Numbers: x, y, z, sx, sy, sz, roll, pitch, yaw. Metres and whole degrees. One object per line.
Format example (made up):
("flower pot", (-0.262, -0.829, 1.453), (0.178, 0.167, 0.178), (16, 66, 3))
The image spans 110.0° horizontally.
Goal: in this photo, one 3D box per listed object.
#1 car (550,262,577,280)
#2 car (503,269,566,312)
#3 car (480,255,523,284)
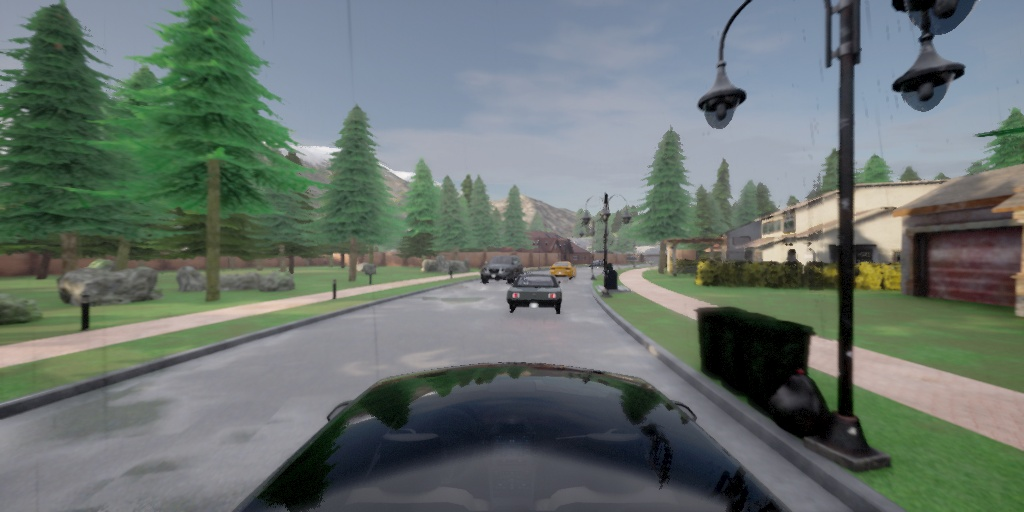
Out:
("car", (4.607, 1.234, 31.817), (1.882, 1.535, 5.008), (0, 0, 16))
("car", (0.986, 1.350, 14.145), (1.895, 1.301, 4.718), (0, 0, 6))
("car", (-0.608, 0.961, 26.479), (2.150, 2.045, 5.566), (0, 0, 13))
